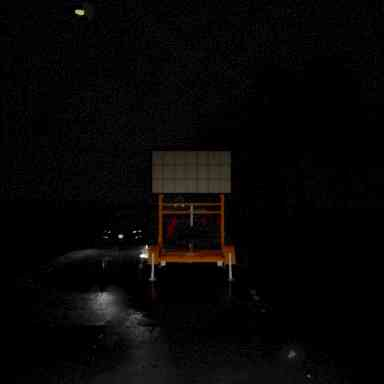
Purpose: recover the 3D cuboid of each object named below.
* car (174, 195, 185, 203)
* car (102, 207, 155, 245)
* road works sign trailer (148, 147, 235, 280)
[{"bbox_3d":[-2.688,1.599,72.289,2.150,2.045,5.566,0,-1,0],"label":"car"},{"bbox_3d":[-2.838,1.518,15.664,1.837,1.490,4.892,0,0,0],"label":"car"},{"bbox_3d":[-0.011,0.471,9.901,2.380,3.560,2.880,0,0,0],"label":"road works sign trailer"}]
